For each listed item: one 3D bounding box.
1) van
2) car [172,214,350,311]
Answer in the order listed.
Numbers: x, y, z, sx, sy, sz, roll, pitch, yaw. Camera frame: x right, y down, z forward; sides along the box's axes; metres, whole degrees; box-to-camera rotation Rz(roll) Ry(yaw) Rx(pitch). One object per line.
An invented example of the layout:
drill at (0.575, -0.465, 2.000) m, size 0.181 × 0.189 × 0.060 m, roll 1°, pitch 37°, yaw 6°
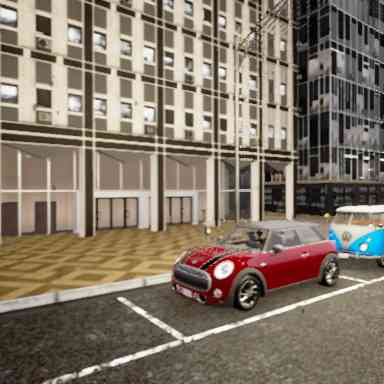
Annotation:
van at (6.161, 1.332, 10.958) m, size 3.998 × 1.788 × 1.690 m, roll 0°, pitch 0°, yaw -36°
car at (1.528, 1.436, 7.653) m, size 4.097 × 1.590 × 1.967 m, roll 0°, pitch 0°, yaw -36°
